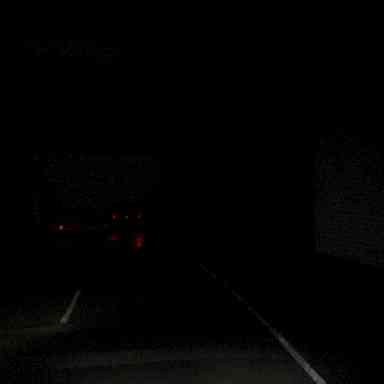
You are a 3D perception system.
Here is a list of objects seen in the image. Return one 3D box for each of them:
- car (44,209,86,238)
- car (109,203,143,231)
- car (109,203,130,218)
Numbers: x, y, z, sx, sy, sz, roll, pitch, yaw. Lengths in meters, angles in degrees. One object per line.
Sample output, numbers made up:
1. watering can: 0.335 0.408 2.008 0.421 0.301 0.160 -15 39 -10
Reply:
1. car: -7.380 1.711 19.646 1.882 1.535 5.008 0 -1 -14
2. car: -4.537 1.593 22.620 2.097 1.767 4.553 0 0 -14
3. car: -7.935 1.934 36.090 2.033 1.411 5.357 0 -1 -14
